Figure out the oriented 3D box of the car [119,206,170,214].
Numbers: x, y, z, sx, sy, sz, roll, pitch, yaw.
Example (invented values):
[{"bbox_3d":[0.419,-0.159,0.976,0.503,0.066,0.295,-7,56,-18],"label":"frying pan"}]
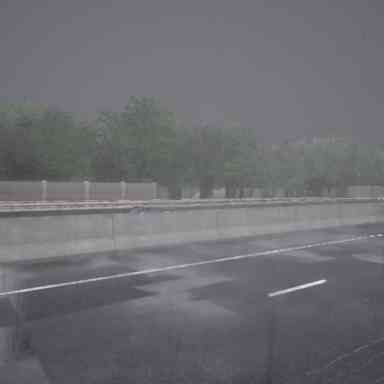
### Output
[{"bbox_3d":[-2.881,1.547,19.124,5.357,1.411,2.033,0,0,-35],"label":"car"}]
